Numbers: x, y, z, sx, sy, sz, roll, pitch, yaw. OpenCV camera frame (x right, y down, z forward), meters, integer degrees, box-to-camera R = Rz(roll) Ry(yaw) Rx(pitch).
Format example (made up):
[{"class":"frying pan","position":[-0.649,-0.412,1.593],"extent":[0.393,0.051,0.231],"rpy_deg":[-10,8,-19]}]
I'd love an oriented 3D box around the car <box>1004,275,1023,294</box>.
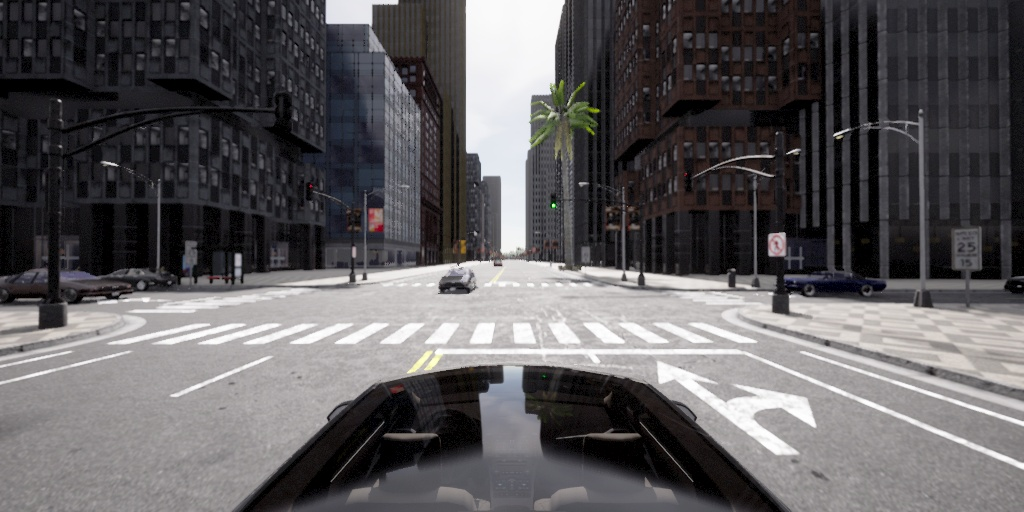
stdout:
[{"class":"car","position":[30.083,1.403,19.513],"extent":[4.892,1.490,1.837],"rpy_deg":[0,-1,1]}]

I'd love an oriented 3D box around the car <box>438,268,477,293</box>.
[{"class":"car","position":[-3.227,1.444,22.345],"extent":[2.033,1.411,5.357],"rpy_deg":[0,0,0]}]

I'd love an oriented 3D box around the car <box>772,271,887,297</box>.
[{"class":"car","position":[17.161,1.485,19.599],"extent":[4.718,1.301,1.895],"rpy_deg":[0,-1,3]}]

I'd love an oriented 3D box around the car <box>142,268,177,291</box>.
[{"class":"car","position":[-23.541,1.423,22.360],"extent":[4.403,1.370,2.007],"rpy_deg":[0,0,0]}]

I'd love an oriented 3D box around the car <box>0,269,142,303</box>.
[{"class":"car","position":[-20.884,1.369,16.499],"extent":[5.357,1.411,2.033],"rpy_deg":[0,-1,0]}]
